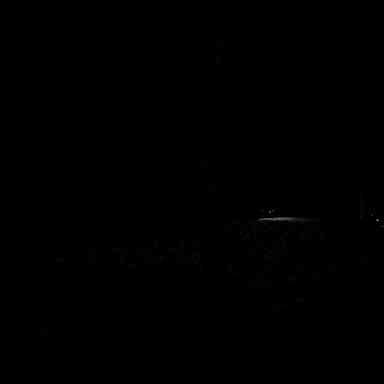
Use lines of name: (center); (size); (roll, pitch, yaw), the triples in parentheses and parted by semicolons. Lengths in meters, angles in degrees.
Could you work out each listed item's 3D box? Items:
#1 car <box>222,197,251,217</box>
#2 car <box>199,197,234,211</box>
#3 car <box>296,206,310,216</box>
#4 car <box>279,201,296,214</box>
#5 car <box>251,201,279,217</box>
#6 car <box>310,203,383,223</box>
car: (3.028, 1.497, 32.973); (2.192, 1.841, 5.009); (0, 0, -36)
car: (3.363, 1.674, 47.075); (2.192, 1.841, 5.009); (0, 0, -36)
car: (13.240, 1.735, 33.393); (1.887, 1.381, 4.507); (0, 0, -36)
car: (9.849, 1.773, 38.091); (1.752, 1.417, 4.829); (0, 0, -36)
car: (5.941, 1.693, 33.340); (1.837, 1.490, 4.892); (1, -1, -36)
car: (11.796, 1.689, 25.269); (1.895, 1.301, 4.718); (1, -1, -37)
